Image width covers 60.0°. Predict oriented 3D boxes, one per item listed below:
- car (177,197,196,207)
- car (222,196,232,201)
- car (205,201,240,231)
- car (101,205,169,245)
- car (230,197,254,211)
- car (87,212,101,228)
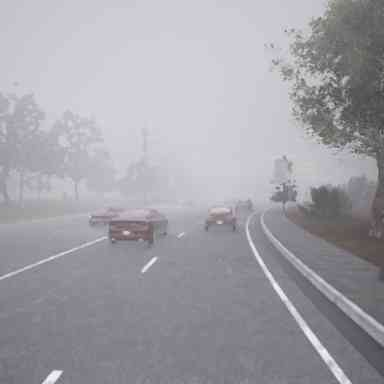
[{"bbox_3d":[-0.847,1.516,52.465,2.128,1.511,4.902,0,0,21],"label":"car"},{"bbox_3d":[7.047,1.621,62.353,1.837,1.490,4.892,0,1,25],"label":"car"},{"bbox_3d":[1.892,1.550,20.941,1.812,1.442,4.674,0,0,9],"label":"car"},{"bbox_3d":[-2.354,1.482,15.721,1.882,1.535,5.008,0,0,6],"label":"car"},{"bbox_3d":[6.528,1.551,41.026,2.128,1.511,4.902,0,0,17],"label":"car"},{"bbox_3d":[-5.192,1.598,22.361,1.895,1.301,4.718,0,0,9],"label":"car"}]
